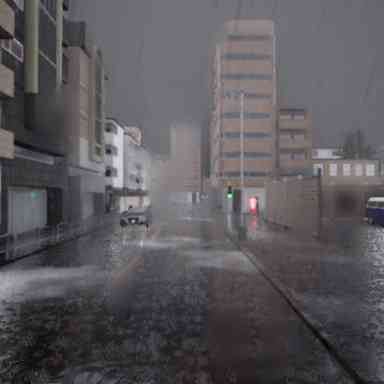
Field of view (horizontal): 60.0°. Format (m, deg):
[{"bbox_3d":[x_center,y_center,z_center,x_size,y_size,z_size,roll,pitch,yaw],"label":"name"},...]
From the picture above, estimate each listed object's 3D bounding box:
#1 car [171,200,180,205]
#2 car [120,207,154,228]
[{"bbox_3d":[-3.962,2.578,78.283,1.837,1.490,4.892,0,-1,0],"label":"car"},{"bbox_3d":[-4.016,1.839,24.776,1.994,1.385,4.181,0,-1,0],"label":"car"}]
